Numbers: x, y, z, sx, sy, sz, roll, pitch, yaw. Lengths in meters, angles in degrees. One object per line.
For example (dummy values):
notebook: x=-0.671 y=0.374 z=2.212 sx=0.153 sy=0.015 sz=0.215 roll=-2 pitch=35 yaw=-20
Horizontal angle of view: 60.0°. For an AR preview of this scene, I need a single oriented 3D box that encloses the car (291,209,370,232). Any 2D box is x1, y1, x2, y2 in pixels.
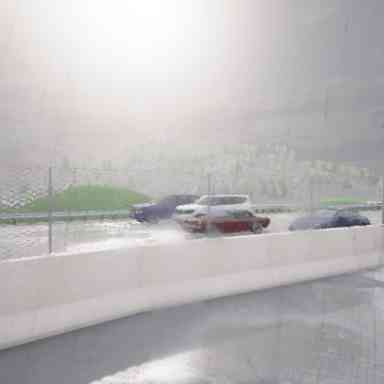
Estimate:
car: x=6.932 y=1.505 z=16.582 sx=4.674 sy=1.442 sz=1.812 roll=0 pitch=0 yaw=-30
